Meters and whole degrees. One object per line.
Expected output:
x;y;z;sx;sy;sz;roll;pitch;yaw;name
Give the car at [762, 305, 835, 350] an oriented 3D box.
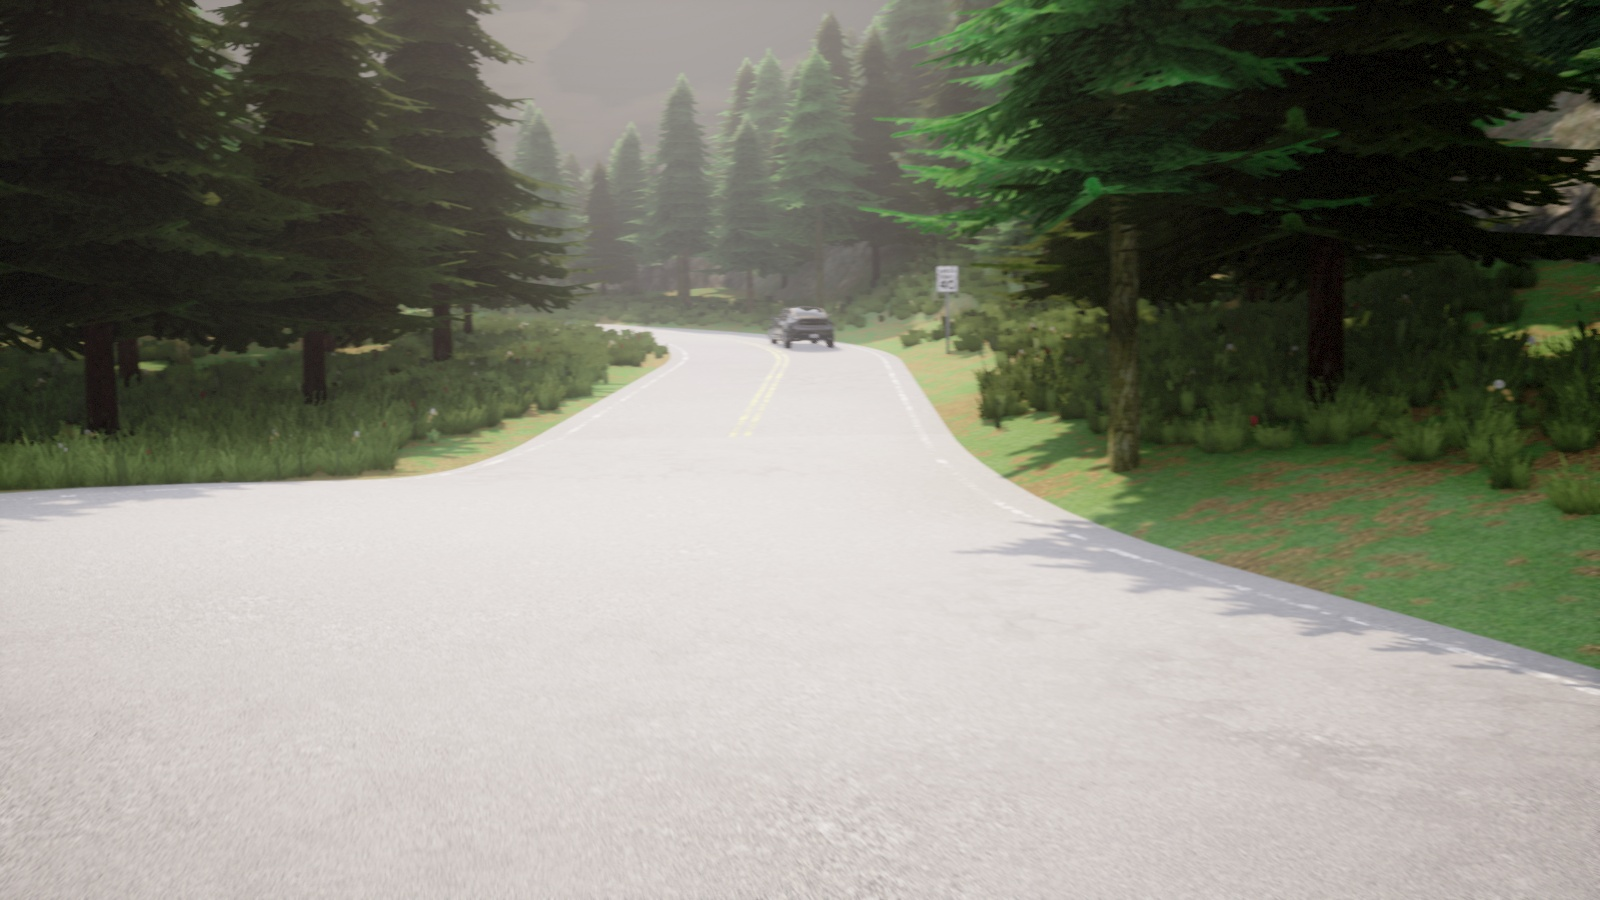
-0.125;-4.708;47.801;1.837;1.490;4.892;-2;8;-11;car
